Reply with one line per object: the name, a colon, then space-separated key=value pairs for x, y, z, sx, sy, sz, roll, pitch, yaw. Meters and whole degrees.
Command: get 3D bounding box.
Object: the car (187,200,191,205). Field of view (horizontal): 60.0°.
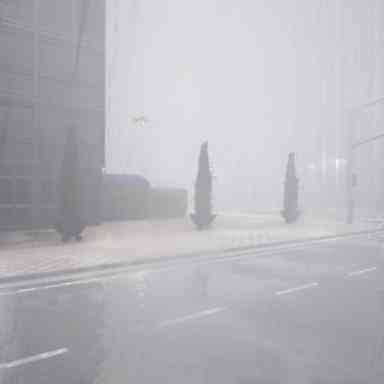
car: x=-2.269 y=1.605 z=59.379 sx=2.033 sy=1.411 sz=5.357 roll=0 pitch=0 yaw=-35
